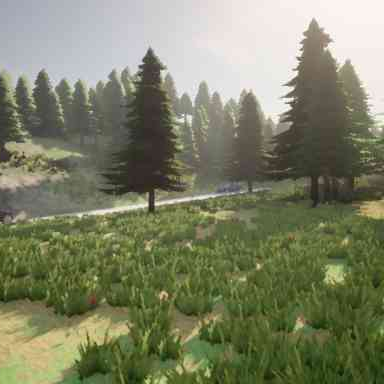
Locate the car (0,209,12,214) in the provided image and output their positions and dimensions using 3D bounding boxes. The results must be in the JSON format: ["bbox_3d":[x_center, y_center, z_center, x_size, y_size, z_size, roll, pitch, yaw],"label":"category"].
[{"bbox_3d":[-13.939,1.518,21.966,1.837,1.490,4.892,0,0,7],"label":"car"}]

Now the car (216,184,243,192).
[{"bbox_3d":[5.899,-0.568,51.992,5.008,1.535,1.882,-6,4,-40],"label":"car"}]
